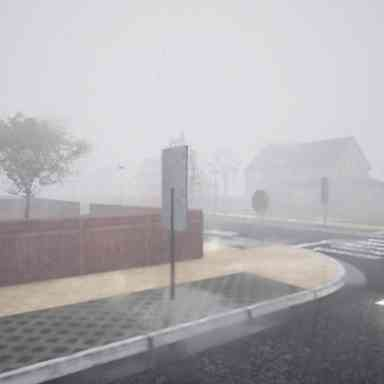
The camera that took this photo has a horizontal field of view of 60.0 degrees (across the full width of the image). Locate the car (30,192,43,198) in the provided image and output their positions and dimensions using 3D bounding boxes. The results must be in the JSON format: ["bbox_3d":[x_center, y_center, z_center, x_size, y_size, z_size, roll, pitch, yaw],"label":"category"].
[{"bbox_3d":[-36.096,0.996,76.840,2.150,2.045,5.566,0,0,-36],"label":"car"}]
